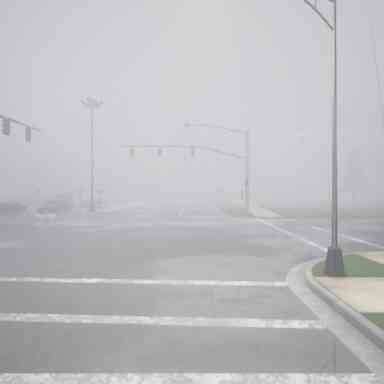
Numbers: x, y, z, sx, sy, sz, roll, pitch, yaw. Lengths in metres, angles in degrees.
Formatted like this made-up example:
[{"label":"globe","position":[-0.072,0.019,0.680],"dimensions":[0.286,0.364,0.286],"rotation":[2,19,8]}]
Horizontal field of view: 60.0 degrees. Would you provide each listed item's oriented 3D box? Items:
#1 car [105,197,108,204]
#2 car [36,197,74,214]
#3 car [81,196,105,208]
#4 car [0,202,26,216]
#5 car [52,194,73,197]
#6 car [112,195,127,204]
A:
[{"label":"car","position":[-17.633,1.573,64.423],"dimensions":[1.812,1.442,4.674],"rotation":[0,0,1]},{"label":"car","position":[-14.641,1.573,35.765],"dimensions":[2.033,1.411,5.357],"rotation":[0,0,1]},{"label":"car","position":[-14.456,1.560,47.834],"dimensions":[1.812,1.442,4.674],"rotation":[0,0,1]},{"label":"car","position":[-18.197,1.624,32.400],"dimensions":[1.895,1.301,4.718],"rotation":[0,0,1]},{"label":"car","position":[-17.992,1.256,45.463],"dimensions":[2.150,2.045,5.566],"rotation":[0,0,1]},{"label":"car","position":[-14.123,1.461,64.809],"dimensions":[2.097,1.767,4.553],"rotation":[0,0,1]}]
